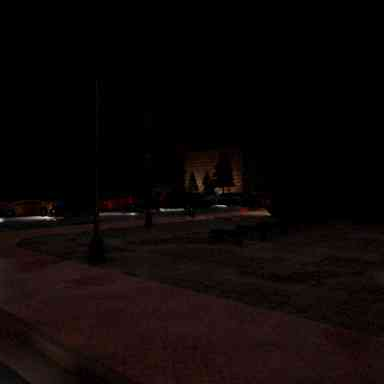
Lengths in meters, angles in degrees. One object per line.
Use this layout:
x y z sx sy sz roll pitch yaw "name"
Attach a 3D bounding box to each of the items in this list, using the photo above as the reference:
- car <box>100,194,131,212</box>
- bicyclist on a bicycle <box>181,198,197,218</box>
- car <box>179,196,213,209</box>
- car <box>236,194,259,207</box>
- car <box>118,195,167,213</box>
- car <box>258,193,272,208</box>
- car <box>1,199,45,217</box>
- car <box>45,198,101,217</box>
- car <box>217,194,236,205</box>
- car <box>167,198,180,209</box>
-9.466 1.227 39.076 2.150 2.045 5.566 0 0 41 "car"
-0.270 1.304 26.742 1.656 1.620 0.582 0 0 40 "bicyclist on a bicycle"
0.854 1.606 45.854 1.895 1.301 4.718 0 0 40 "car"
9.109 1.509 50.011 1.837 1.490 4.892 0 0 41 "car"
-5.558 1.483 38.279 1.882 1.535 5.008 0 0 40 "car"
12.003 1.356 48.006 2.097 1.767 4.553 0 0 41 "car"
-15.879 1.483 31.491 1.882 1.535 5.008 0 0 40 "car"
-11.226 1.569 31.564 1.994 1.385 4.181 0 0 40 "car"
6.192 1.570 57.496 1.994 1.385 4.181 0 0 40 "car"
-2.714 1.553 47.068 2.033 1.411 5.357 0 0 40 "car"
